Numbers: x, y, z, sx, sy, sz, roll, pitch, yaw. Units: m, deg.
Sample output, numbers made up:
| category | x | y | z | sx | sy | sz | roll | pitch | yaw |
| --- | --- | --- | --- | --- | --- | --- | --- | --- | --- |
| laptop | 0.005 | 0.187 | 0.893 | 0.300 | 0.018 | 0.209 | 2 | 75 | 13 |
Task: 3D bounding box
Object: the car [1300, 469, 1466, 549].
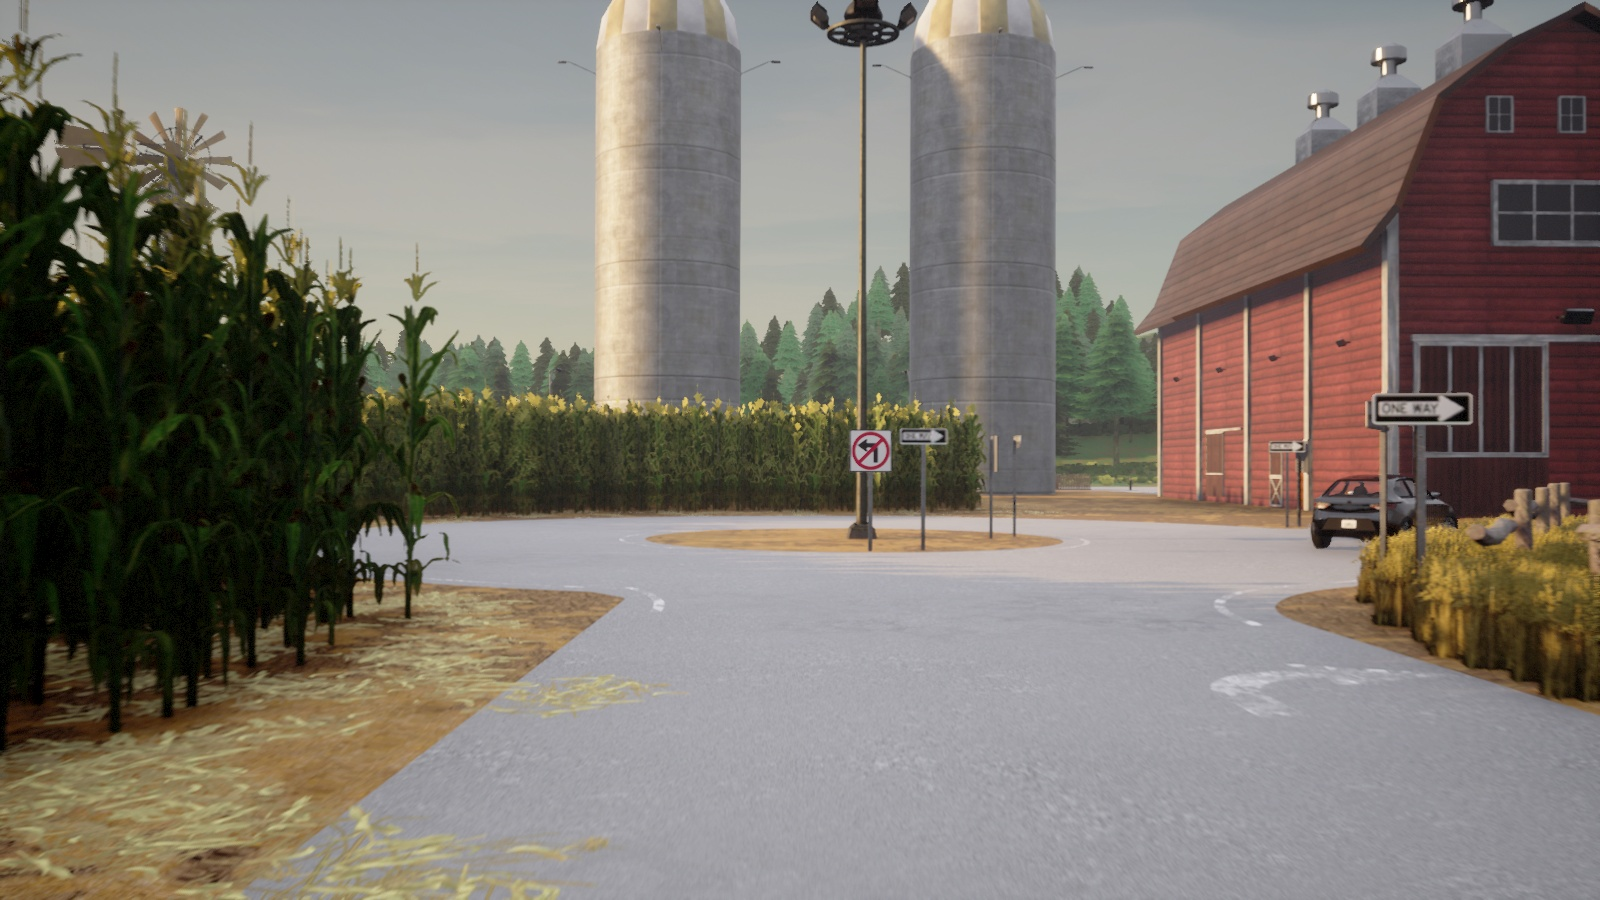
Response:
| category | x | y | z | sx | sy | sz | roll | pitch | yaw |
| --- | --- | --- | --- | --- | --- | --- | --- | --- | --- |
| car | 11.918 | 1.137 | 25.540 | 1.816 | 1.474 | 4.193 | -1 | -1 | 43 |
